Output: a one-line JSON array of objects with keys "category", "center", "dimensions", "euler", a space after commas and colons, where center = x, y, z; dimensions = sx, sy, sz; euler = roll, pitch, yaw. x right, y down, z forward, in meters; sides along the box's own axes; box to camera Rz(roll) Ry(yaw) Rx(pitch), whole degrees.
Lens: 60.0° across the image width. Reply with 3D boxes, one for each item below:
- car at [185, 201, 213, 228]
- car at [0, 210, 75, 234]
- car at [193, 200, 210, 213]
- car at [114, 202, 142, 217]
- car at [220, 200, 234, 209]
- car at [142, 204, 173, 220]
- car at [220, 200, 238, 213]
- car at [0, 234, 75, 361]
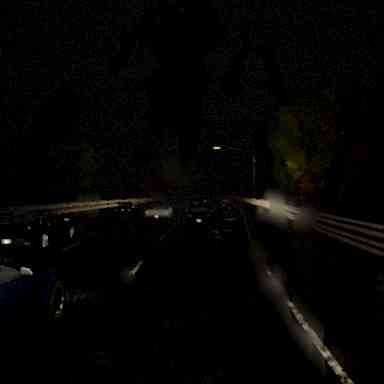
[{"category": "car", "center": [0.493, 1.633, 23.125], "dimensions": [1.812, 1.442, 4.674], "euler": [0, 0, 2]}, {"category": "car", "center": [-6.727, 1.568, 14.620], "dimensions": [1.837, 1.490, 4.892], "euler": [0, 0, 1]}, {"category": "car", "center": [1.276, 1.765, 41.463], "dimensions": [1.994, 1.385, 4.181], "euler": [0, 0, 3]}, {"category": "car", "center": [-6.174, 1.697, 32.585], "dimensions": [2.033, 1.411, 5.357], "euler": [0, 0, 2]}, {"category": "car", "center": [5.176, 1.853, 50.324], "dimensions": [1.895, 1.301, 4.718], "euler": [0, 0, 3]}, {"category": "car", "center": [-2.800, 1.736, 29.328], "dimensions": [1.895, 1.301, 4.718], "euler": [0, 0, 2]}, {"category": "car", "center": [4.492, 1.726, 40.741], "dimensions": [1.812, 1.442, 4.674], "euler": [0, 0, 5]}, {"category": "car", "center": [-3.361, 1.584, 4.645], "dimensions": [1.994, 1.385, 4.181], "euler": [0, 0, 0]}]
